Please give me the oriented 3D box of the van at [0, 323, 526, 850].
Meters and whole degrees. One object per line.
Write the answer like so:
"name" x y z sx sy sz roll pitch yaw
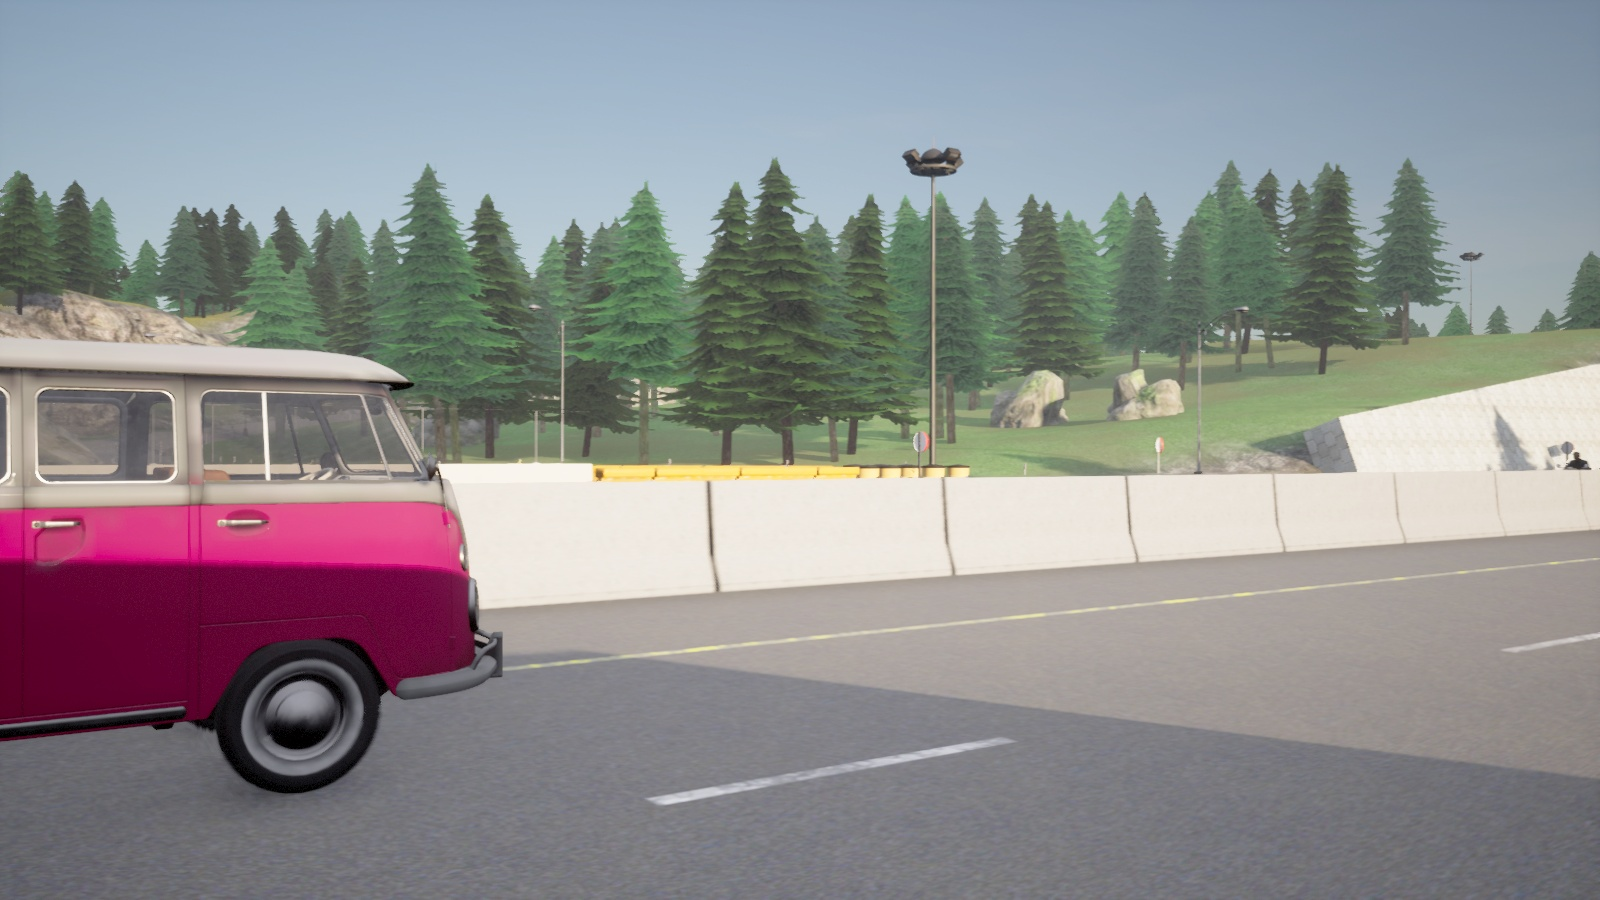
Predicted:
"van" -3.629 0.518 5.398 4.442 1.987 1.775 0 0 -35
